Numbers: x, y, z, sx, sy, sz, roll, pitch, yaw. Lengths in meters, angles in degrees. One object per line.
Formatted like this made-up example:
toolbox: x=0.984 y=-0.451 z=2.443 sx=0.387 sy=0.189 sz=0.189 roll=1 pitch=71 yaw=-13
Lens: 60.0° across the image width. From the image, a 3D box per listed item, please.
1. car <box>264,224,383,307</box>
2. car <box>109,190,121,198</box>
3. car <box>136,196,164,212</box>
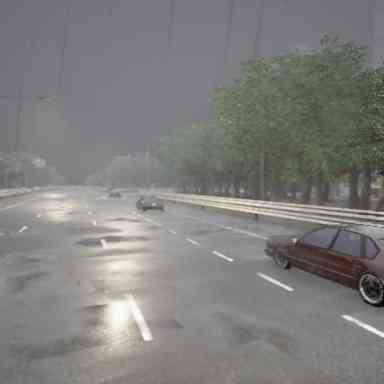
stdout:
car: x=3.866 y=1.496 z=7.971 sx=2.033 sy=1.411 sz=5.357 roll=1 pitch=1 yaw=-19
car: x=-14.179 y=0.304 z=61.034 sx=1.812 sy=1.442 sz=4.674 roll=1 pitch=1 yaw=-15
car: x=-3.912 y=1.014 z=30.459 sx=1.994 sy=1.385 sz=4.181 roll=1 pitch=1 yaw=-19
